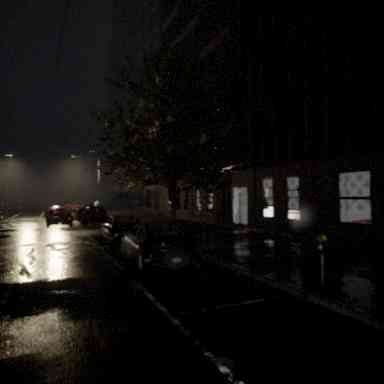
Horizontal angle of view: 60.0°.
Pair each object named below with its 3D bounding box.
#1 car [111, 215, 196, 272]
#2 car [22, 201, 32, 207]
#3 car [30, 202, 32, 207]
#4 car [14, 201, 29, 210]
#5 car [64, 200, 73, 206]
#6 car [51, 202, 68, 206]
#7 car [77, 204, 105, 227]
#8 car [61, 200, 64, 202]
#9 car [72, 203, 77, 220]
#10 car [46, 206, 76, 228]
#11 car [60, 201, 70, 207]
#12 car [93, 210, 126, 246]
[{"bbox_3d":[-1.279,1.707,11.323,2.008,1.369,4.403,0,-1,-23],"label":"car"},{"bbox_3d":[-40.231,2.916,81.351,1.947,1.339,4.313,0,-1,-23],"label":"car"},{"bbox_3d":[-37.999,2.818,76.115,1.887,1.381,4.507,0,-1,-23],"label":"car"},{"bbox_3d":[-31.304,2.585,60.405,1.887,1.381,4.507,0,-1,-23],"label":"car"},{"bbox_3d":[-19.130,2.375,53.214,1.887,1.381,4.507,0,-1,-23],"label":"car"},{"bbox_3d":[-16.228,2.216,39.752,1.994,1.385,4.181,0,-1,-23],"label":"car"},{"bbox_3d":[-7.974,1.855,27.034,1.967,1.590,4.097,0,-1,-23],"label":"car"},{"bbox_3d":[-25.824,2.634,68.921,1.947,1.339,4.313,0,-1,-23],"label":"car"},{"bbox_3d":[-10.205,1.939,32.269,1.967,1.590,4.097,0,-1,-23],"label":"car"},{"bbox_3d":[-10.472,2.035,26.252,1.895,1.301,4.718,0,-1,-23],"label":"car"},{"bbox_3d":[-30.287,2.789,79.393,1.947,1.339,4.313,0,-1,-23],"label":"car"},{"bbox_3d":[-3.510,1.795,16.560,2.008,1.369,4.403,0,-1,-23],"label":"car"}]
